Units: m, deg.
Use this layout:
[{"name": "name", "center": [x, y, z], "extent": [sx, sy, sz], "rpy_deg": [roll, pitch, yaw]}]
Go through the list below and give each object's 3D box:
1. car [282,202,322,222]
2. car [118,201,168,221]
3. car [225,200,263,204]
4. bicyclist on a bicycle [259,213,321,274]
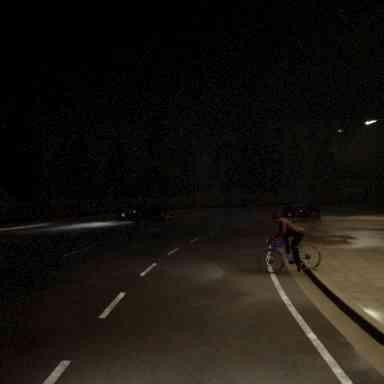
[{"name": "car", "center": [8.799, 1.511, 26.563], "extent": [1.812, 1.442, 4.674], "rpy_deg": [0, 0, 40]}, {"name": "car", "center": [-3.877, 1.475, 27.113], "extent": [2.128, 1.511, 4.902], "rpy_deg": [0, 0, 32]}, {"name": "car", "center": [6.154, 1.132, 38.861], "extent": [5.357, 1.411, 2.033], "rpy_deg": [0, 0, -39]}, {"name": "bicyclist on a bicycle", "center": [2.547, 1.367, 8.961], "extent": [1.656, 1.620, 0.582], "rpy_deg": [-9, -1, 8]}]
